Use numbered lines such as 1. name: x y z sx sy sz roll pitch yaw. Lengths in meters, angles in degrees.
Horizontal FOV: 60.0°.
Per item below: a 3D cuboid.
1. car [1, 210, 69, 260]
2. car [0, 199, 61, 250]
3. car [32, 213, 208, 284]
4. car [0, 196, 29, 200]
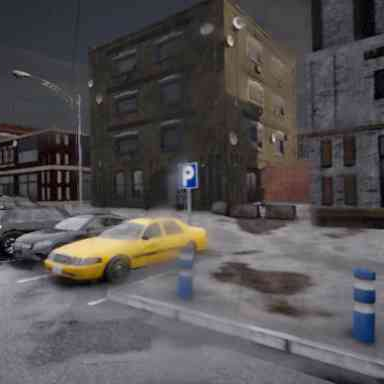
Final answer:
1. car: -3.673 1.489 11.620 2.002 1.452 4.674 0 0 36
2. car: -5.930 1.321 13.201 2.185 1.767 4.553 0 0 36
3. car: -1.545 1.452 9.856 1.946 1.575 5.366 0 0 36
4. car: -8.131 1.196 14.860 2.435 2.045 5.566 0 0 36
